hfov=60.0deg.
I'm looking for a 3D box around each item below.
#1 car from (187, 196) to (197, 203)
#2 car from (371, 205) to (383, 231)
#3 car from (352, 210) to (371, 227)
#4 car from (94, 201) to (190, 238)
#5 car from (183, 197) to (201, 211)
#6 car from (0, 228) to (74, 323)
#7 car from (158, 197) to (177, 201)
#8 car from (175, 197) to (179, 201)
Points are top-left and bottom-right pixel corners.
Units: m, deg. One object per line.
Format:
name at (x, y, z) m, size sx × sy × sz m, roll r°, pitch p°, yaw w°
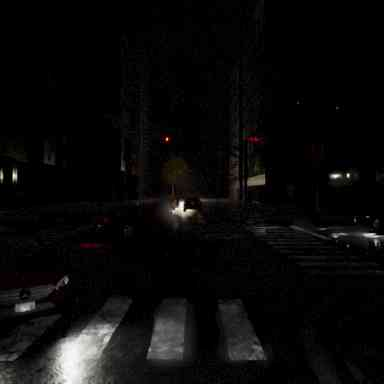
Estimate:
car at (-0.001, 1.627, 70.210) m, size 1.895 × 1.301 × 4.718 m, roll 0°, pitch 0°, yaw 0°
car at (12.167, 1.580, 17.446) m, size 4.181 × 1.385 × 1.994 m, roll 0°, pitch 0°, yaw 0°
car at (12.604, 1.503, 20.695) m, size 4.902 × 1.511 × 2.128 m, roll 0°, pitch 0°, yaw 0°
car at (-2.723, 1.482, 17.756) m, size 5.008 × 1.535 × 1.882 m, roll 0°, pitch 1°, yaw -44°
car at (0.050, 1.364, 39.991) m, size 2.097 × 1.767 × 4.553 m, roll 0°, pitch 0°, yaw 0°
car at (-4.013, 1.530, 6.993) m, size 1.812 × 1.442 × 4.674 m, roll 1°, pitch -1°, yaw -38°
car at (-3.092, 1.558, 33.540) m, size 2.033 × 1.411 × 5.357 m, roll 0°, pitch 0°, yaw 4°
car at (-3.105, 1.492, 43.344) m, size 1.882 × 1.535 × 5.008 m, roll 0°, pitch 0°, yaw 0°
